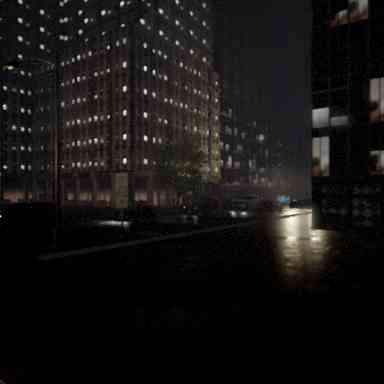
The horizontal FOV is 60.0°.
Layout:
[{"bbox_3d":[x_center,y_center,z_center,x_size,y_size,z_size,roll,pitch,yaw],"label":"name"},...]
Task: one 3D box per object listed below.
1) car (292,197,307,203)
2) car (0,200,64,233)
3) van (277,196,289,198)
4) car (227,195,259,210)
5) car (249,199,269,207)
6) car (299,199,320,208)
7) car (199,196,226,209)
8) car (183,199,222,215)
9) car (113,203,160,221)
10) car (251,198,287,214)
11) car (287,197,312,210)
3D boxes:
[{"bbox_3d":[24.415,1.836,75.316,1.887,1.381,4.507,0,0,35],"label":"car"},{"bbox_3d":[-10.286,1.414,20.340,2.097,1.767,4.553,0,0,35],"label":"car"},{"bbox_3d":[17.953,1.604,65.934,1.690,1.788,3.998,0,0,35],"label":"van"},{"bbox_3d":[7.550,1.408,46.157,2.150,2.045,5.566,0,0,35],"label":"car"},{"bbox_3d":[11.490,1.813,56.545,1.802,1.307,4.206,0,0,35],"label":"car"},{"bbox_3d":[18.392,1.752,51.793,2.008,1.369,4.403,0,0,35],"label":"car"},{"bbox_3d":[1.797,1.491,42.471,2.192,1.841,5.009,-1,-1,35],"label":"car"},{"bbox_3d":[0.985,1.748,36.708,1.895,1.301,4.718,0,0,35],"label":"car"},{"bbox_3d":[-4.684,1.670,28.488,1.994,1.385,4.181,0,0,34],"label":"car"},{"bbox_3d":[8.796,1.672,37.856,1.752,1.417,4.829,0,0,35],"label":"car"},{"bbox_3d":[15.162,1.750,47.101,1.947,1.339,4.313,0,0,35],"label":"car"}]
